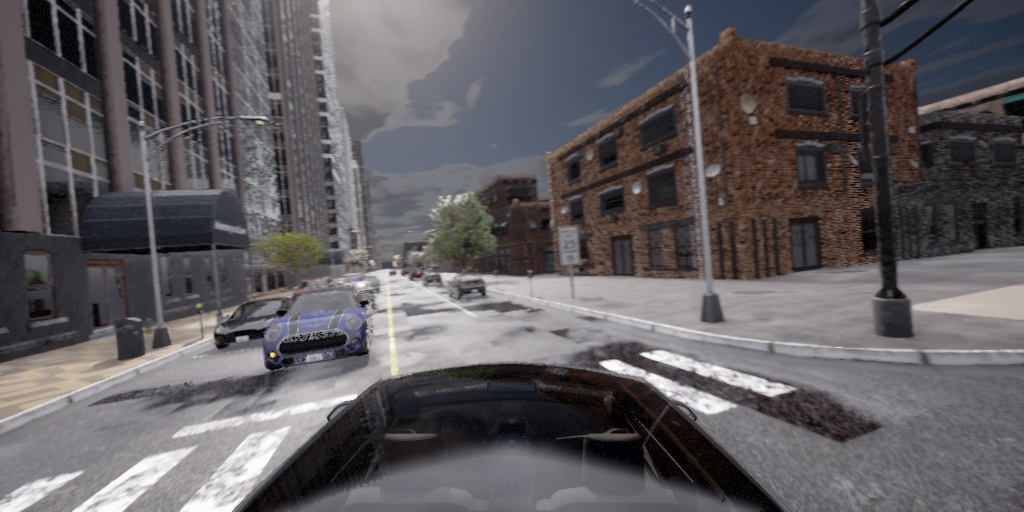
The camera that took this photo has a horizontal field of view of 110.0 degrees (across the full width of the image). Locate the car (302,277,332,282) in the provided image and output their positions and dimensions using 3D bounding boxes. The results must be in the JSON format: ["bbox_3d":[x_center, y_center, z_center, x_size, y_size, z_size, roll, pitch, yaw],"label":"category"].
[{"bbox_3d":[-12.332,2.324,22.813,2.192,1.841,5.009,0,0,-19],"label":"car"}]

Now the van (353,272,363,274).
[{"bbox_3d":[-19.779,3.085,44.421,1.690,1.789,3.998,0,0,-19],"label":"van"}]

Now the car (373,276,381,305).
[{"bbox_3d":[-8.377,2.135,19.452,2.128,1.511,4.902,-5,0,-19],"label":"car"}]

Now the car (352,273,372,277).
[{"bbox_3d":[-12.719,2.550,31.907,1.882,1.535,5.008,-5,0,-19],"label":"car"}]

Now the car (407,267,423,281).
[{"bbox_3d":[-13.724,2.549,52.412,2.192,1.841,5.009,0,0,-19],"label":"car"}]

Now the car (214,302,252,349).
[{"bbox_3d":[-8.947,2.241,13.047,1.948,1.339,4.313,0,0,-19],"label":"car"}]

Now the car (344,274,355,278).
[{"bbox_3d":[-15.899,2.802,33.287,1.967,1.591,4.097,0,0,-19],"label":"car"}]

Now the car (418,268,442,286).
[{"bbox_3d":[-7.994,2.221,36.056,2.007,1.370,4.403,0,0,-19],"label":"car"}]

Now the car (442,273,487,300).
[{"bbox_3d":[-2.650,1.694,21.124,2.007,1.370,4.403,0,0,-19],"label":"car"}]

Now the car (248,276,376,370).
[{"bbox_3d":[-5.028,1.664,9.818,2.097,1.767,4.553,-5,0,-19],"label":"car"}]
